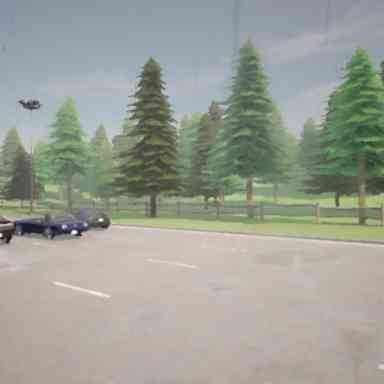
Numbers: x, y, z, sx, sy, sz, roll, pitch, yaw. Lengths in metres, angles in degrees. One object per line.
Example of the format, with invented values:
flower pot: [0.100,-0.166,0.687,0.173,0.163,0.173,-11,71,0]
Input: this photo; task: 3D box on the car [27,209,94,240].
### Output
car: [-7.769,1.772,18.136,4.718,1.301,1.895,-1,0,36]

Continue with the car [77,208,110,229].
car: [-7.389,1.756,22.163,4.181,1.385,1.994,-1,0,36]

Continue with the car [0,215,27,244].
car: [-10.200,1.668,15.570,4.902,1.511,2.128,-1,0,36]
